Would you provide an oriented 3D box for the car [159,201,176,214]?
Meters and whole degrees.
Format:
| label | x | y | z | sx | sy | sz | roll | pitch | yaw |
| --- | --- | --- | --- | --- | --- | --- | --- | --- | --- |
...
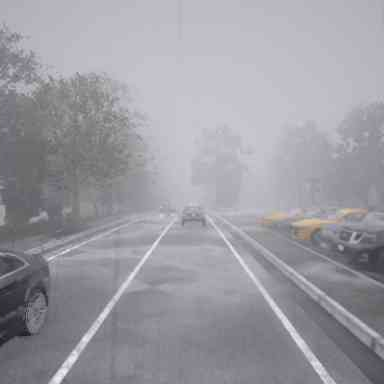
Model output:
| label | x | y | z | sx | sy | sz | roll | pitch | yaw |
| --- | --- | --- | --- | --- | --- | --- | --- | --- | --- |
| car | -3.314 | 2.080 | 46.384 | 2.097 | 1.767 | 4.553 | 0 | -2 | 0 |

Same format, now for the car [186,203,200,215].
| label | x | y | z | sx | sy | sz | roll | pitch | yaw |
| --- | --- | --- | --- | --- | --- | --- | --- | --- | --- |
| car | 0.119 | 2.143 | 43.016 | 1.812 | 1.442 | 4.674 | 0 | -2 | 0 |

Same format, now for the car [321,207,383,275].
| label | x | y | z | sx | sy | sz | roll | pitch | yaw |
| --- | --- | --- | --- | --- | --- | --- | --- | --- | --- |
| car | 7.055 | 1.257 | 9.591 | 5.566 | 2.045 | 2.435 | 0 | 0 | 0 |

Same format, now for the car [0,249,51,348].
| label | x | y | z | sx | sy | sz | roll | pitch | yaw |
| --- | --- | --- | --- | --- | --- | --- | --- | --- | --- |
| car | -3.348 | 1.500 | 3.842 | 2.128 | 1.511 | 4.902 | 0 | 0 | 0 |

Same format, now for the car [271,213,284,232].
| label | x | y | z | sx | sy | sz | roll | pitch | yaw |
| --- | --- | --- | --- | --- | --- | --- | --- | --- | --- |
| car | 7.097 | 1.553 | 17.910 | 4.892 | 1.521 | 2.231 | 0 | -1 | 0 |

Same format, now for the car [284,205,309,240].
| label | x | y | z | sx | sy | sz | roll | pitch | yaw |
| --- | --- | --- | --- | --- | --- | --- | --- | --- | --- |
| car | 7.095 | 1.530 | 15.138 | 5.008 | 1.535 | 2.097 | 0 | 0 | 0 |

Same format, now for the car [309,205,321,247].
| label | x | y | z | sx | sy | sz | roll | pitch | yaw |
| --- | --- | --- | --- | --- | --- | --- | --- | --- | --- |
| car | 7.117 | 1.391 | 12.362 | 4.553 | 1.767 | 2.185 | 0 | 0 | 0 |

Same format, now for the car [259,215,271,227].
| label | x | y | z | sx | sy | sz | roll | pitch | yaw |
| --- | --- | --- | --- | --- | --- | --- | --- | --- | --- |
| car | 6.909 | 1.579 | 20.679 | 5.366 | 1.575 | 1.946 | 0 | -1 | 0 |

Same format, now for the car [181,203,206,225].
| label | x | y | z | sx | sy | sz | roll | pitch | yaw |
| --- | --- | --- | --- | --- | --- | --- | --- | --- | --- |
| car | 0.112 | 1.755 | 26.008 | 2.033 | 1.411 | 5.357 | 0 | -1 | 0 |
